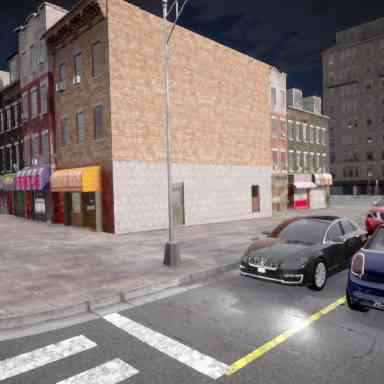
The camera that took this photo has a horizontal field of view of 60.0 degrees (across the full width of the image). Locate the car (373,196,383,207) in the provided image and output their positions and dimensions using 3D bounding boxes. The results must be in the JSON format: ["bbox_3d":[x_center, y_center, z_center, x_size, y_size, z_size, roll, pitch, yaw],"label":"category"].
[{"bbox_3d":[10.298,1.020,16.059,2.150,2.045,5.566,0,1,45],"label":"car"}]

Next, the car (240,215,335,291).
[{"bbox_3d":[3.238,1.430,9.015,1.837,1.490,4.892,0,1,45],"label":"car"}]

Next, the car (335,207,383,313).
[{"bbox_3d":[4.867,1.278,6.616,4.553,1.767,2.097,-1,1,-45],"label":"car"}]
